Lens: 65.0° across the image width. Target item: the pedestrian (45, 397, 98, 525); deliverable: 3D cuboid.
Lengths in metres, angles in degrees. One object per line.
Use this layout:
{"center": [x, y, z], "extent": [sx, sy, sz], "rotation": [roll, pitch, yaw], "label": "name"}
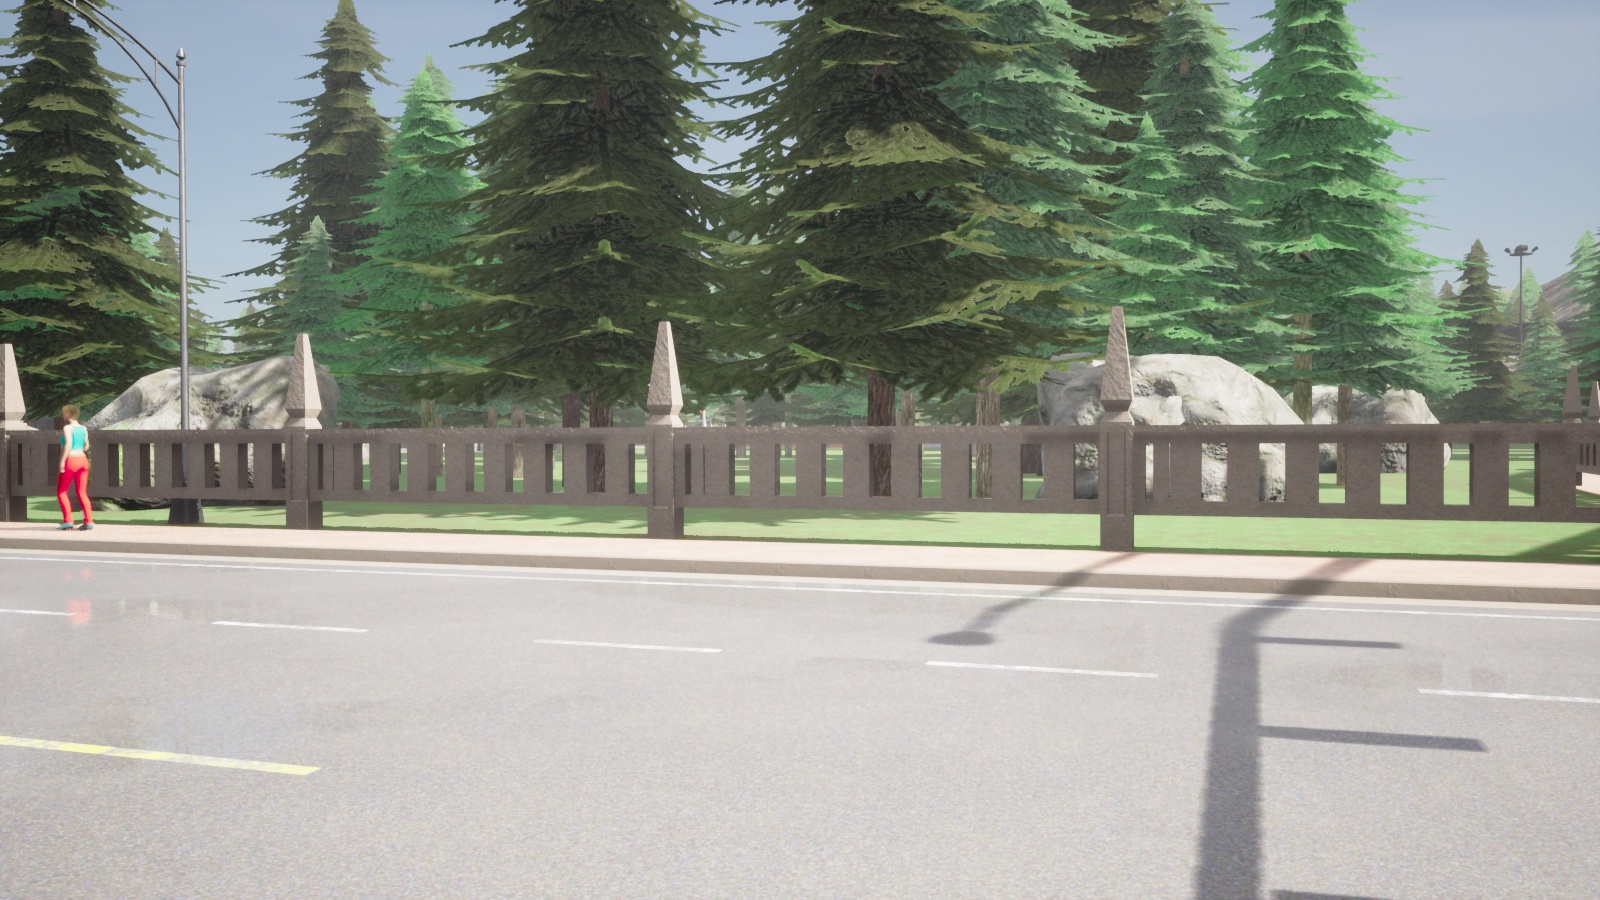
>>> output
{"center": [-10.558, 0.154, 18.205], "extent": [0.594, 1.836, 0.345], "rotation": [0, 1, 17], "label": "pedestrian"}
